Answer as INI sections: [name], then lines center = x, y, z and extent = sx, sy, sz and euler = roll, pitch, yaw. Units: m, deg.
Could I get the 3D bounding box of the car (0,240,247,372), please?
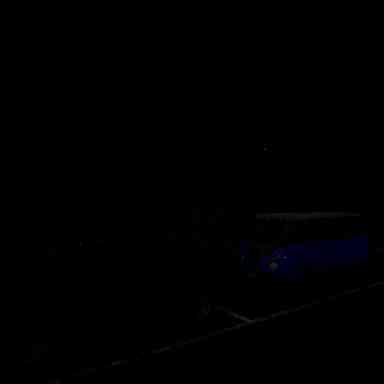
[car]
center = -1.349, 1.588, 5.689
extent = 4.313, 1.339, 1.947
euler = 1, -1, -36

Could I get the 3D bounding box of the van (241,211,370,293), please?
[van]
center = 3.059, 1.421, 8.834
extent = 3.998, 1.788, 1.690
euler = 1, -1, -36
